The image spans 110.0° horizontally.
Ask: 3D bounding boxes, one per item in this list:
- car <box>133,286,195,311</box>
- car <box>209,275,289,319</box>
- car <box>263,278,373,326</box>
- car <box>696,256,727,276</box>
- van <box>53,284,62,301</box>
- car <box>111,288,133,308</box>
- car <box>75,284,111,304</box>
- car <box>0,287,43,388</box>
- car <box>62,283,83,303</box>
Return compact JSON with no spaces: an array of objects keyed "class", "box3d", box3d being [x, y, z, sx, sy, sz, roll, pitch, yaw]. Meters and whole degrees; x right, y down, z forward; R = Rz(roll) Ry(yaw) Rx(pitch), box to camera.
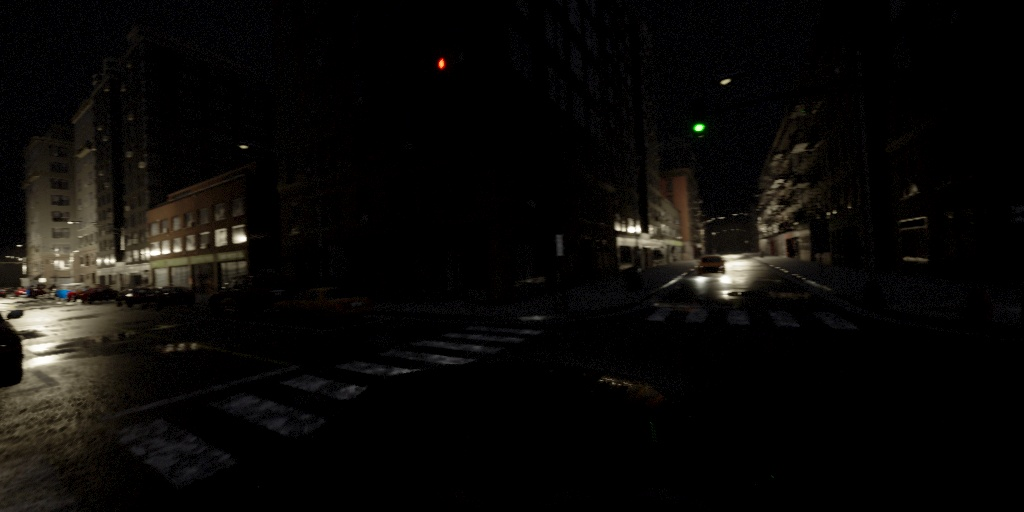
[{"class":"car","box3d":[-21.862,2.620,22.779,4.507,1.381,1.888,0,0,31]},{"class":"car","box3d":[-12.177,1.849,16.870,5.009,1.841,2.192,0,0,31]},{"class":"car","box3d":[-7.480,1.789,14.003,4.829,1.417,1.751,0,0,31]},{"class":"car","box3d":[15.996,0.732,28.686,1.882,1.535,5.008,-3,0,31]},{"class":"van","box3d":[-46.074,3.764,37.552,3.998,1.789,1.690,0,0,31]},{"class":"car","box3d":[-26.704,2.927,25.733,4.207,1.307,1.802,0,0,31]},{"class":"car","box3d":[-36.389,3.430,31.643,4.507,1.381,1.888,0,0,31]},{"class":"car","box3d":[-11.518,1.679,7.067,5.009,1.841,2.192,0,0,31]},{"class":"car","box3d":[-41.231,3.594,34.597,4.097,1.591,1.967,0,0,31]}]
